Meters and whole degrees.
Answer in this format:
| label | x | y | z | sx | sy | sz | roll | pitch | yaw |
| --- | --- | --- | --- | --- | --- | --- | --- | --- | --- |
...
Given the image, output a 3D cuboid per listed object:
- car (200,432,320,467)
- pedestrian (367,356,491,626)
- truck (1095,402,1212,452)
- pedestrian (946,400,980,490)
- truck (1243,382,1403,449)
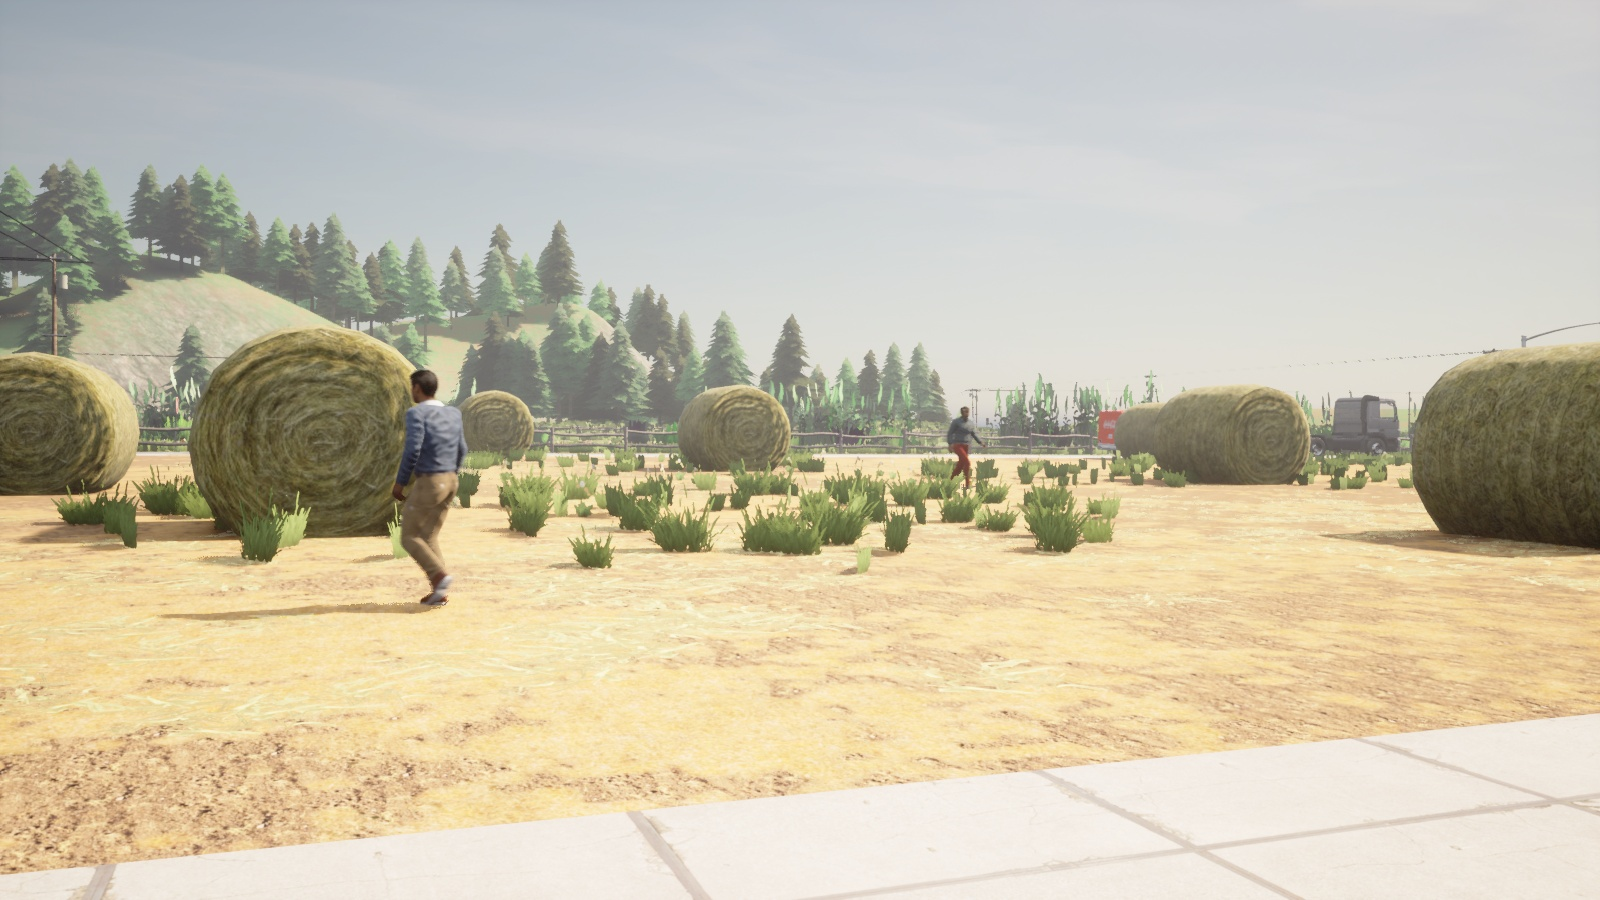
| label | x | y | z | sx | sy | sz | roll | pitch | yaw |
| --- | --- | --- | --- | --- | --- | --- | --- | --- | --- |
| car | -23.769 | -0.026 | 55.474 | 4.674 | 1.442 | 1.812 | -1 | 1 | -17 |
| pedestrian | -2.786 | 0.293 | 9.430 | 0.788 | 1.949 | 0.423 | 0 | 1 | 28 |
| truck | 18.162 | -1.188 | 64.598 | 5.204 | 2.467 | 2.627 | -1 | 1 | -17 |
| pedestrian | 3.375 | -0.105 | 26.015 | 0.353 | 1.847 | 0.614 | -1 | 1 | -33 |
| truck | 28.182 | -1.856 | 67.655 | 7.936 | 3.462 | 2.891 | -1 | 1 | -17 |
